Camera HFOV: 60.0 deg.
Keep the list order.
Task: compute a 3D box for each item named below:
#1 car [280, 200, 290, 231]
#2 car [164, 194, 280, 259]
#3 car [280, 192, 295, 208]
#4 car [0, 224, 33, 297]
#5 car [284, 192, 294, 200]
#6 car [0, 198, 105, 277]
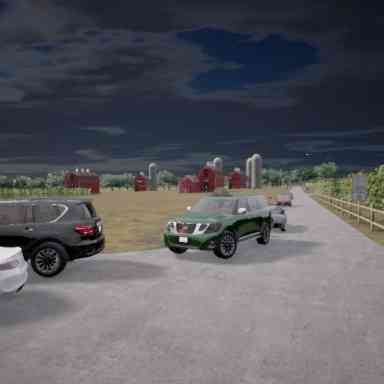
[{"bbox_3d":[4.367,1.388,19.043,1.994,1.385,4.181,0,0,17],"label":"car"},{"bbox_3d":[1.265,1.113,12.711,2.150,2.045,5.566,0,0,34],"label":"car"},{"bbox_3d":[11.272,1.079,40.842,1.882,1.535,5.008,0,1,18],"label":"car"},{"bbox_3d":[-5.682,1.615,6.221,4.674,1.442,1.812,-2,1,-23],"label":"car"},{"bbox_3d":[19.805,0.785,67.876,1.837,1.490,4.892,0,1,18],"label":"car"},{"bbox_3d":[-5.390,1.231,9.622,5.566,2.045,2.150,-1,1,-4],"label":"car"}]
